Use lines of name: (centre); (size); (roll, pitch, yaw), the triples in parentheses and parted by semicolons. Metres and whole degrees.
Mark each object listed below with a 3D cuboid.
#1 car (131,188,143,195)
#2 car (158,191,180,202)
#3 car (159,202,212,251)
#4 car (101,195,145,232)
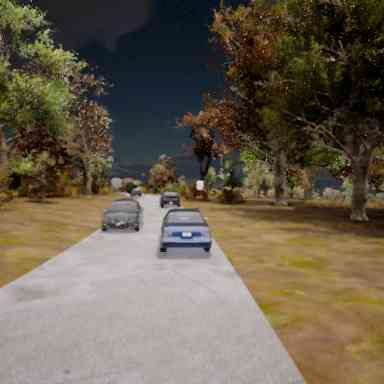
car: (-9.616, 0.068, 57.620); (2.033, 1.411, 5.357); (1, 1, -12)
car: (-2.270, 0.684, 33.570); (1.837, 1.490, 4.892); (1, 2, -7)
car: (-0.315, 1.359, 13.202); (2.033, 1.411, 5.357); (0, 1, -3)
car: (-3.590, 1.157, 17.837); (1.837, 1.490, 4.892); (1, 2, -5)
